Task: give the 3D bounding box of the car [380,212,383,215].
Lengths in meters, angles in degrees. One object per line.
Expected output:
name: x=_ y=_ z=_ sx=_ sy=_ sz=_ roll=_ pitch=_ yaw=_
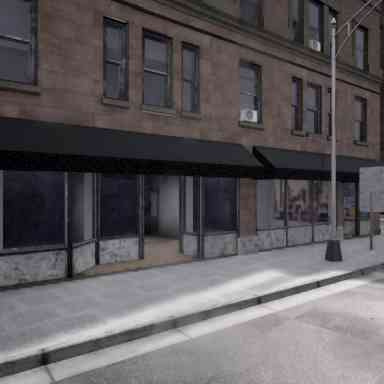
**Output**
car: x=15.884 y=1.146 z=28.139 sx=2.097 sy=1.767 sz=4.553 roll=0 pitch=1 yaw=-36
